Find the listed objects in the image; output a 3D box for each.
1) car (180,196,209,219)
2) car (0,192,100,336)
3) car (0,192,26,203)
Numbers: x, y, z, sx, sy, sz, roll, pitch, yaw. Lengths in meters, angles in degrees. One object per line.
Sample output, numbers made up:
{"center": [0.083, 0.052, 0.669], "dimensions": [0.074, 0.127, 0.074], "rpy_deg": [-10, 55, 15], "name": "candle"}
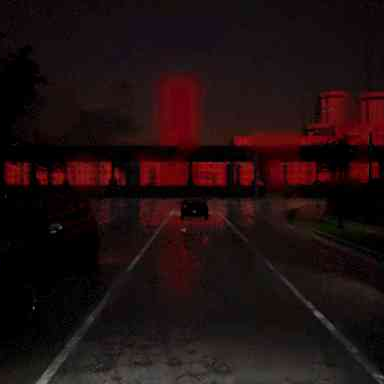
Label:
{"center": [0.174, 1.061, 23.943], "dimensions": [1.882, 1.535, 5.008], "rpy_deg": [0, 1, 0], "name": "car"}
{"center": [-3.557, 1.102, 6.814], "dimensions": [2.150, 2.045, 5.566], "rpy_deg": [0, 1, 0], "name": "car"}
{"center": [-25.287, 0.711, 44.910], "dimensions": [4.892, 1.490, 1.837], "rpy_deg": [0, 1, 2], "name": "car"}
